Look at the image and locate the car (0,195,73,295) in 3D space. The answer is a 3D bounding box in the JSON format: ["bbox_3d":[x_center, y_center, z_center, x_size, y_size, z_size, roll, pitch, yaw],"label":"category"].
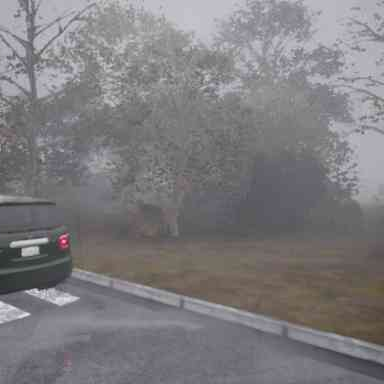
[{"bbox_3d":[-4.940,1.061,7.421,5.566,2.045,2.150,2,1,37],"label":"car"}]
